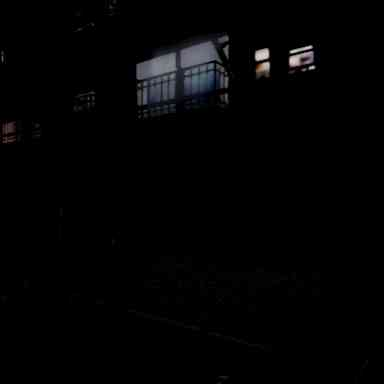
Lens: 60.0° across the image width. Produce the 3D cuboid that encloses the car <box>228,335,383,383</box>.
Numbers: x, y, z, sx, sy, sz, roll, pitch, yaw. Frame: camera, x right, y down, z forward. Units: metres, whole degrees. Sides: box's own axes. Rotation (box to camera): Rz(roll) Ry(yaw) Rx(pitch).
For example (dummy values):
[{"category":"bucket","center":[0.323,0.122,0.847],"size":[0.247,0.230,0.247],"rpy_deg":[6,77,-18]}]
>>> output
[{"category":"car","center":[1.875,1.434,1.529],"size":[4.097,1.590,1.967],"rpy_deg":[-1,0,36]}]
